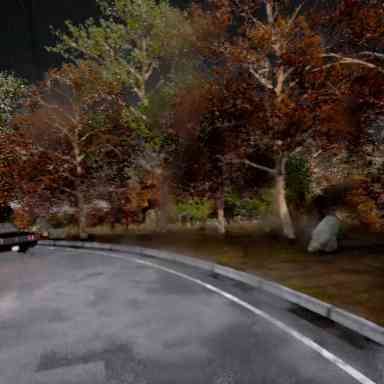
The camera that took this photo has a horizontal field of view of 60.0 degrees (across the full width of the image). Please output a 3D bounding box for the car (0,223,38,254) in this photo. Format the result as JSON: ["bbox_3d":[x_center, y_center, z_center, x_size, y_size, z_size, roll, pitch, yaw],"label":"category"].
[{"bbox_3d":[-8.590,1.947,13.618,4.718,1.301,1.895,-3,-2,29],"label":"car"}]
